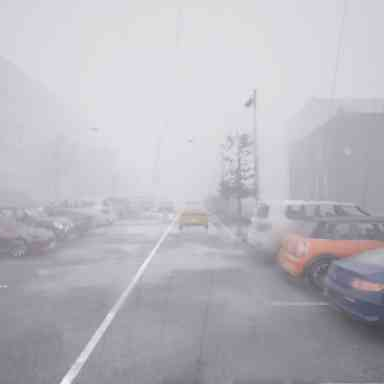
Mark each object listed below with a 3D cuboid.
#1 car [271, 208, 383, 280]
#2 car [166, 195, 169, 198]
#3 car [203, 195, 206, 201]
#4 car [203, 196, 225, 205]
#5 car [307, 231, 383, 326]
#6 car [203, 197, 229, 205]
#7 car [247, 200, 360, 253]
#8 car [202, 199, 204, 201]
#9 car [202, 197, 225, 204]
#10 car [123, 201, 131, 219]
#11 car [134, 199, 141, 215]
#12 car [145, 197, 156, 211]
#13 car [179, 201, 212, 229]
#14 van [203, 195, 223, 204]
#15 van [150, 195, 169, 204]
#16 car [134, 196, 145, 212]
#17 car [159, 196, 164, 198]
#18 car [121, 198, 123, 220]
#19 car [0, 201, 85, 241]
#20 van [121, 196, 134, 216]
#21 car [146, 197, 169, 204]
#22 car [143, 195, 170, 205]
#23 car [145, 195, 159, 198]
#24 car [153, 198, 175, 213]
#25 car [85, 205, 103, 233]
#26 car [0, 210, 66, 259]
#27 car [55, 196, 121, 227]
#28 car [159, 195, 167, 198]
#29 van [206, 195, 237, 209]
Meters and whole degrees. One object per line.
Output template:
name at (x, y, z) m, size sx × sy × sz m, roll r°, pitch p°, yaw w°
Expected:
car at (4.655, 1.405, 8.579) m, size 4.553 × 1.767 × 2.185 m, roll 0°, pitch 0°, yaw 0°
car at (-7.572, 1.909, 68.322) m, size 4.792 × 1.488 × 2.163 m, roll 0°, pitch 0°, yaw 0°
car at (4.748, 1.548, 54.624) m, size 5.566 × 2.045 × 2.435 m, roll 0°, pitch 0°, yaw 0°
car at (4.700, 1.771, 71.371) m, size 4.553 × 1.767 × 2.185 m, roll 0°, pitch 0°, yaw 0°
car at (4.682, 1.554, 5.640) m, size 4.674 × 1.452 × 2.002 m, roll 0°, pitch 0°, yaw 0°
car at (4.915, 1.877, 68.452) m, size 5.366 × 1.575 × 1.946 m, roll 0°, pitch 0°, yaw 0°
car at (4.717, 1.296, 11.393) m, size 5.566 × 2.045 × 2.435 m, roll 0°, pitch 0°, yaw 0°
car at (0.130, 1.804, 40.975) m, size 1.994 × 1.385 × 4.181 m, roll 0°, pitch 0°, yaw 0°
car at (4.739, 1.918, 74.160) m, size 5.008 × 1.535 × 2.097 m, roll 0°, pitch -1°, yaw 0°
car at (-7.659, 1.664, 26.416) m, size 4.792 × 1.488 × 2.163 m, roll 0°, pitch 0°, yaw 0°
car at (-7.624, 1.707, 32.005) m, size 4.674 × 1.452 × 2.002 m, roll 0°, pitch 0°, yaw 0°
car at (-7.625, 1.734, 43.179) m, size 4.892 × 1.521 × 2.231 m, roll 0°, pitch 0°, yaw 0°
car at (0.117, 1.612, 22.903) m, size 1.882 × 1.535 × 5.008 m, roll 0°, pitch 0°, yaw 0°
van at (4.852, 1.731, 76.938) m, size 4.442 × 1.987 × 1.878 m, roll 0°, pitch -1°, yaw 0°
van at (-7.710, 1.785, 79.472) m, size 4.442 × 1.987 × 1.878 m, roll 0°, pitch -1°, yaw 0°
car at (-7.655, 1.558, 34.798) m, size 4.553 × 1.767 × 2.185 m, roll 0°, pitch 0°, yaw 0°
car at (-7.796, 1.795, 54.354) m, size 5.366 × 1.575 × 1.946 m, roll 0°, pitch 0°, yaw 0°
car at (-7.601, 1.493, 23.626) m, size 4.553 × 1.767 × 2.185 m, roll 0°, pitch 0°, yaw 0°
car at (-7.670, 1.444, 15.245) m, size 4.553 × 1.767 × 2.185 m, roll 0°, pitch 0°, yaw 0°
van at (-7.745, 1.425, 29.213) m, size 4.442 × 1.987 × 1.878 m, roll 0°, pitch 0°, yaw 0°
car at (-7.596, 1.915, 73.850) m, size 5.008 × 1.535 × 2.097 m, roll 0°, pitch 0°, yaw 0°
car at (-7.570, 1.644, 71.117) m, size 5.566 × 2.045 × 2.435 m, roll 0°, pitch 0°, yaw 0°
car at (-7.582, 1.639, 48.766) m, size 4.553 × 1.767 × 2.185 m, roll 0°, pitch 0°, yaw 0°
car at (-3.068, 1.783, 40.355) m, size 2.033 × 1.411 × 5.357 m, roll 0°, pitch 0°, yaw 0°
car at (-7.666, 1.616, 18.037) m, size 4.792 × 1.488 × 2.163 m, roll 0°, pitch 0°, yaw 0°
car at (-7.610, 1.583, 12.448) m, size 4.792 × 1.488 × 2.163 m, roll 0°, pitch 0°, yaw 0°
car at (-7.662, 1.351, 20.831) m, size 5.566 × 2.045 × 2.435 m, roll 0°, pitch 0°, yaw 0°
car at (-7.792, 1.827, 59.941) m, size 5.366 × 1.575 × 1.946 m, roll 0°, pitch 0°, yaw 0°
van at (4.834, 1.557, 51.832) m, size 4.442 × 1.987 × 1.878 m, roll 0°, pitch 0°, yaw 0°
